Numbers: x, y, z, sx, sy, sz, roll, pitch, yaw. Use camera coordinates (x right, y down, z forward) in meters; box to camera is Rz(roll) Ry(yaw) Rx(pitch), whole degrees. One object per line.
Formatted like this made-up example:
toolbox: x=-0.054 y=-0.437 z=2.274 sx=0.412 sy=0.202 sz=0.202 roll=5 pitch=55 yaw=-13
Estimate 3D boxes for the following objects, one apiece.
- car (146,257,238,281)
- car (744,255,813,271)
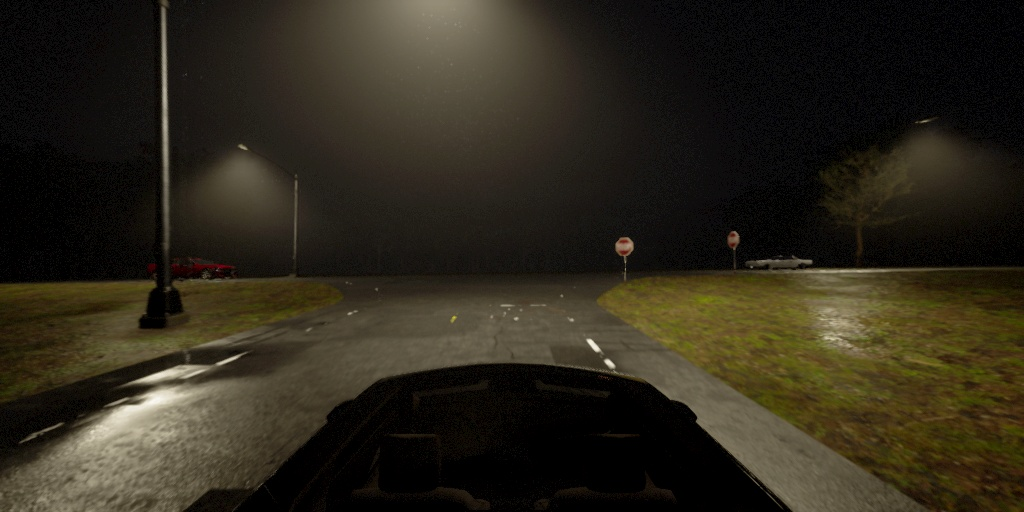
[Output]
car: x=-20.639 y=0.842 z=23.260 sx=5.008 sy=1.535 sz=1.882 roll=-1 pitch=-2 yaw=1
car: x=22.605 y=0.614 z=30.580 sx=4.718 sy=1.301 sz=1.895 roll=-1 pitch=-2 yaw=-1
